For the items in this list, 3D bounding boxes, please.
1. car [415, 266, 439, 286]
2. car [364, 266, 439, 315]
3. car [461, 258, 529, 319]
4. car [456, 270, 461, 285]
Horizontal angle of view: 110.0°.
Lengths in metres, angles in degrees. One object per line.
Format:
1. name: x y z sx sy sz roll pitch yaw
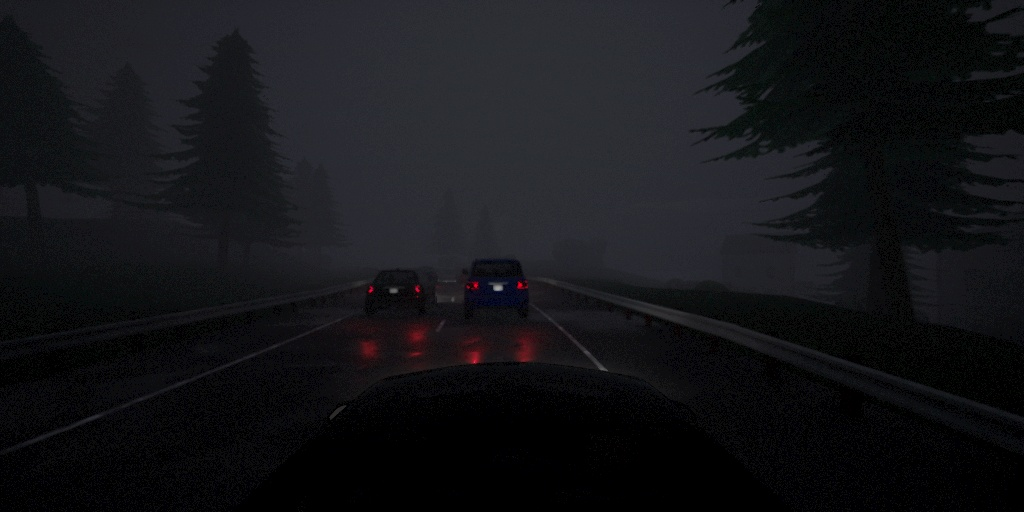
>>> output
1. car: -7.177 1.595 30.200 1.812 1.442 4.674 0 0 -14
2. car: -4.311 1.248 14.506 2.097 1.767 4.553 0 -1 -6
3. car: -0.701 1.101 13.736 2.150 2.045 5.566 0 0 -6
4. car: -3.648 1.627 30.467 1.994 1.385 4.181 0 0 -13
